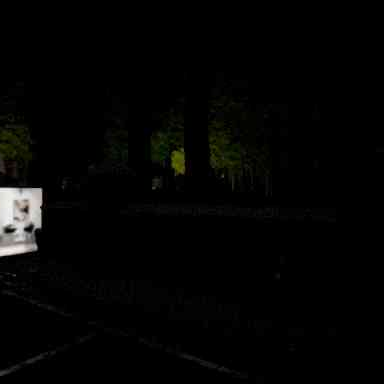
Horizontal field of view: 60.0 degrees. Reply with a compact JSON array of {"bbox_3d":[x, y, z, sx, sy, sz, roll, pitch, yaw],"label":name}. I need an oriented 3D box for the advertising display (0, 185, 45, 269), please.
[{"bbox_3d":[-5.349,1.024,10.303,0.280,2.440,1.540,0,0,36],"label":"advertising display"}]
